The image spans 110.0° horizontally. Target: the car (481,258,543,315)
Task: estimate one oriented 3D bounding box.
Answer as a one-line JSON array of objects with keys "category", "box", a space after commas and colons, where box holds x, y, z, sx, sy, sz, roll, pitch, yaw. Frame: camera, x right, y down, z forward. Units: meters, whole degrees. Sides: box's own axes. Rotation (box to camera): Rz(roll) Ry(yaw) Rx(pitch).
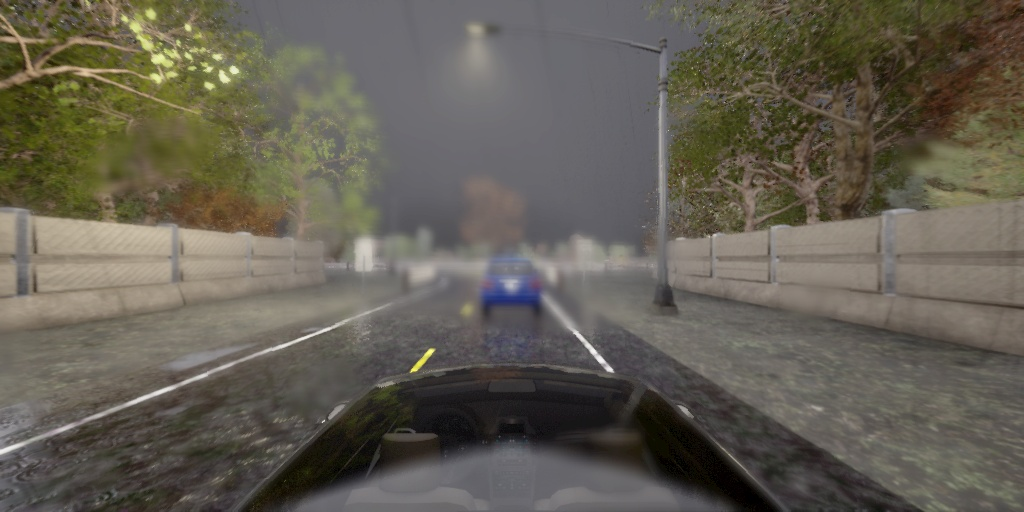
[{"category": "car", "box": [0.011, 1.111, 14.408, 2.150, 2.045, 5.566, 0, 0, 0]}]
